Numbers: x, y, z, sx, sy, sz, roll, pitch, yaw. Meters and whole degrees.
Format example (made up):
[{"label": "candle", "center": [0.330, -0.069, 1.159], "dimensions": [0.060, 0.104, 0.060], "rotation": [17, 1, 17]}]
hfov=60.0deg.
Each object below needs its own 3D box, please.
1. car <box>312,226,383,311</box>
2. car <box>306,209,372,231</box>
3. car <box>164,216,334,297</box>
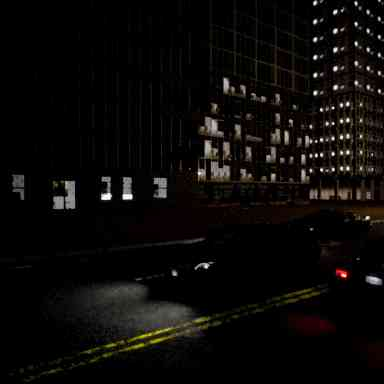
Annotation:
[{"label": "car", "center": [5.118, 1.547, 7.088], "dimensions": [5.357, 1.411, 2.033], "rotation": [0, 0, -35]}, {"label": "car", "center": [6.896, 1.546, 16.586], "dimensions": [5.357, 1.411, 2.033], "rotation": [0, 0, -35]}, {"label": "car", "center": [1.510, 1.525, 8.736], "dimensions": [4.674, 1.442, 1.812], "rotation": [0, 0, -36]}]
